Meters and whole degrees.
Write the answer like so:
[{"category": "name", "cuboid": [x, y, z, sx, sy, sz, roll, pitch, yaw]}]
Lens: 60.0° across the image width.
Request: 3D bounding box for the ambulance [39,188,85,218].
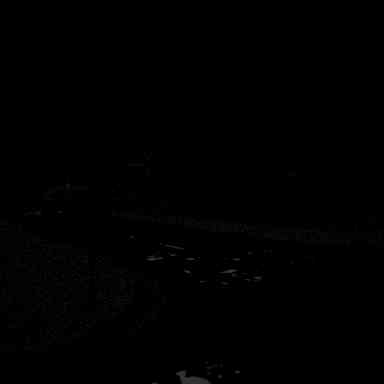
[{"category": "ambulance", "cuboid": [-11.561, 0.864, 29.242, 2.351, 2.431, 6.366, -2, 2, -38]}]
